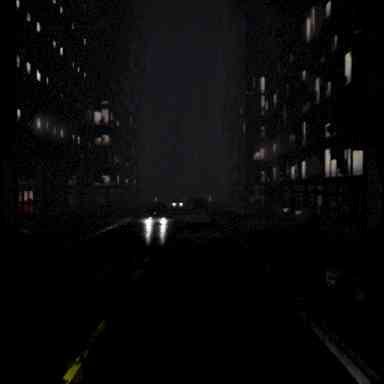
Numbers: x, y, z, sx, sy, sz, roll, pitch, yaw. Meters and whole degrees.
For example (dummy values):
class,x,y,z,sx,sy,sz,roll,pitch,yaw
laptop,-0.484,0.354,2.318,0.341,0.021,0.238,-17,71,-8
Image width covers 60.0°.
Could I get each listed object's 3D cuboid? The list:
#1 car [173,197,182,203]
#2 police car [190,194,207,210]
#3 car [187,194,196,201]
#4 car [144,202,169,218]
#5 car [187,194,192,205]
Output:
class,x,y,z,sx,sy,sz,roll,pitch,yaw
car,-3.036,1.658,71.743,1.895,1.301,4.718,0,0,0
police car,1.028,1.454,44.481,1.930,1.638,5.238,0,0,0
car,-0.041,1.325,82.383,2.097,1.767,4.553,0,0,0
car,-3.111,1.577,30.011,1.994,1.385,4.181,0,0,0
car,-0.031,1.603,62.475,2.033,1.411,5.357,0,0,0
